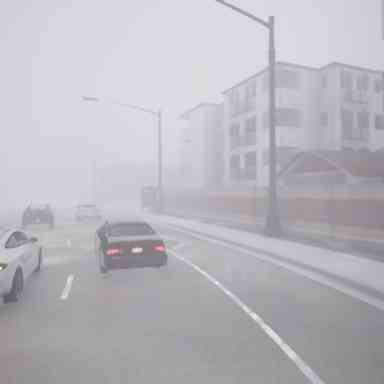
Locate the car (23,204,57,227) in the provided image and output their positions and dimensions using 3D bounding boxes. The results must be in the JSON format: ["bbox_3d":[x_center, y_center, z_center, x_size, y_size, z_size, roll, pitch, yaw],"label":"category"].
[{"bbox_3d":[-10.403,1.574,22.768,2.128,1.511,4.902,0,0,-22],"label":"car"}]

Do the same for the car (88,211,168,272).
[{"bbox_3d":[-2.219,1.569,11.043,2.033,1.411,5.357,0,0,-18],"label":"car"}]

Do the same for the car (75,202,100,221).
[{"bbox_3d":[-8.861,1.601,28.299,1.812,1.442,4.674,0,0,-22],"label":"car"}]

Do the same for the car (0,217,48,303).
[{"bbox_3d":[-4.817,1.563,7.896,1.812,1.442,4.674,0,0,-16],"label":"car"}]
